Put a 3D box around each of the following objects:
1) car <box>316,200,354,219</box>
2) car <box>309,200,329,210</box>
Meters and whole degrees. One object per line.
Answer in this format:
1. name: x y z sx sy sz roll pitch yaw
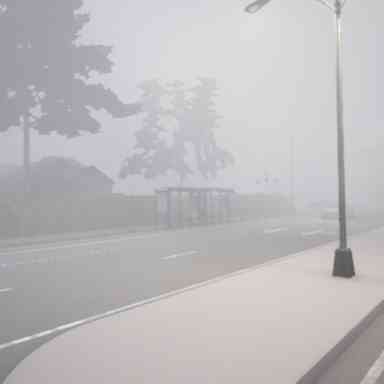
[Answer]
1. car: 13.782 1.791 31.335 1.812 1.442 4.674 -2 -1 43
2. car: 20.620 1.937 51.028 5.008 1.535 1.882 -2 -1 43
